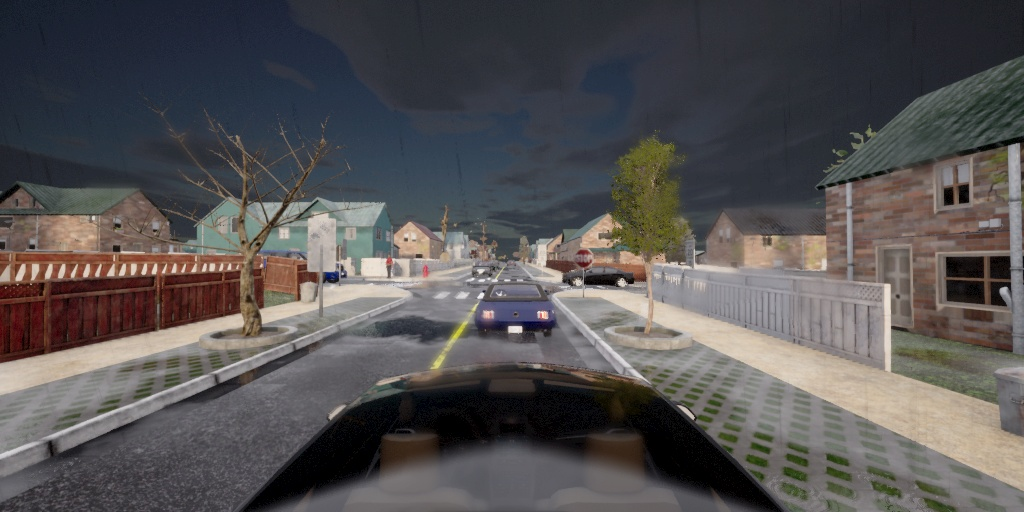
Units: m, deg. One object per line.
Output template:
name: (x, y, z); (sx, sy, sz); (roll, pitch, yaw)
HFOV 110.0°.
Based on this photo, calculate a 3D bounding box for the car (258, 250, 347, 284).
car: (-13.368, 0.697, 22.423); (5.566, 2.045, 2.150); (1, -1, -1)

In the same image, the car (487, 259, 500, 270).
car: (-2.951, 1.357, 57.714); (1.837, 1.490, 4.892); (0, 2, 0)

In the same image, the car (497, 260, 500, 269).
car: (-2.933, 1.419, 46.201); (1.895, 1.301, 4.718); (0, 0, 0)

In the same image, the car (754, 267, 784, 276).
car: (17.209, 1.564, 25.395); (4.553, 1.767, 2.097); (1, -1, 0)

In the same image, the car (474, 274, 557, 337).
car: (0.081, 1.355, 10.239); (1.895, 1.301, 4.718); (0, 0, 0)

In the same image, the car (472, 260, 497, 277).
car: (-2.915, 1.283, 35.874); (2.128, 1.511, 4.902); (0, 0, 0)

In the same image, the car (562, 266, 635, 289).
car: (6.052, 1.437, 25.376); (5.008, 1.535, 1.882); (1, -1, 0)

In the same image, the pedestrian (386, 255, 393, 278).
pedestrian: (-9.682, 0.796, 28.264); (0.375, 1.860, 0.375); (0, -2, 0)
